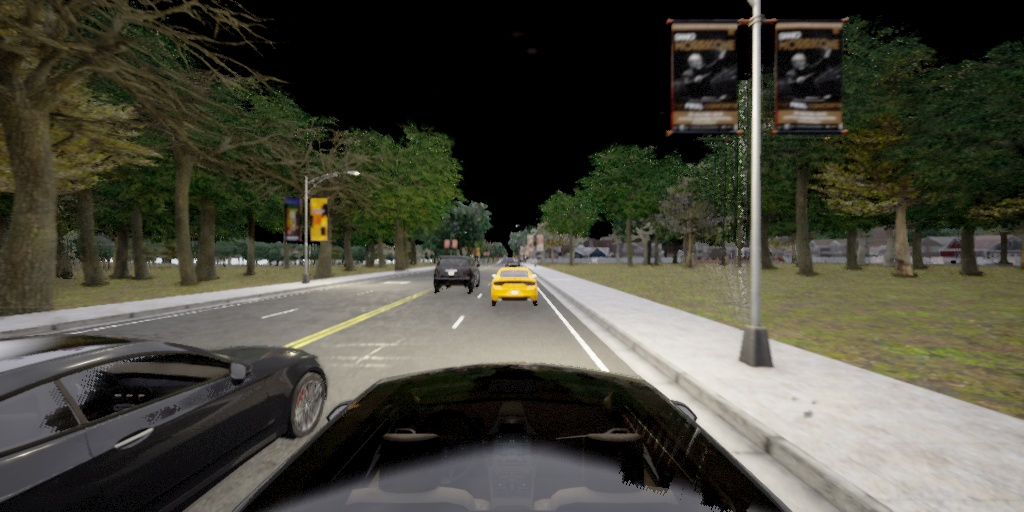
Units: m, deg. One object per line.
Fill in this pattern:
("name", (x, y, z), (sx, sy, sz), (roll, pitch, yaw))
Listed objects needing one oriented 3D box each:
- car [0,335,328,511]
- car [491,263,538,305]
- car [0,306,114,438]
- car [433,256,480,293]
("car", (-3.150, 1.276, 2.442), (1.812, 1.442, 4.674), (0, 0, 0))
("car", (0.099, 1.248, 16.230), (1.882, 1.535, 5.008), (0, 0, 0))
("car", (-6.576, 1.352, 2.706), (1.895, 1.301, 4.718), (0, 0, 0))
("car", (-3.151, 1.002, 21.211), (2.150, 2.045, 5.566), (0, 0, 0))
